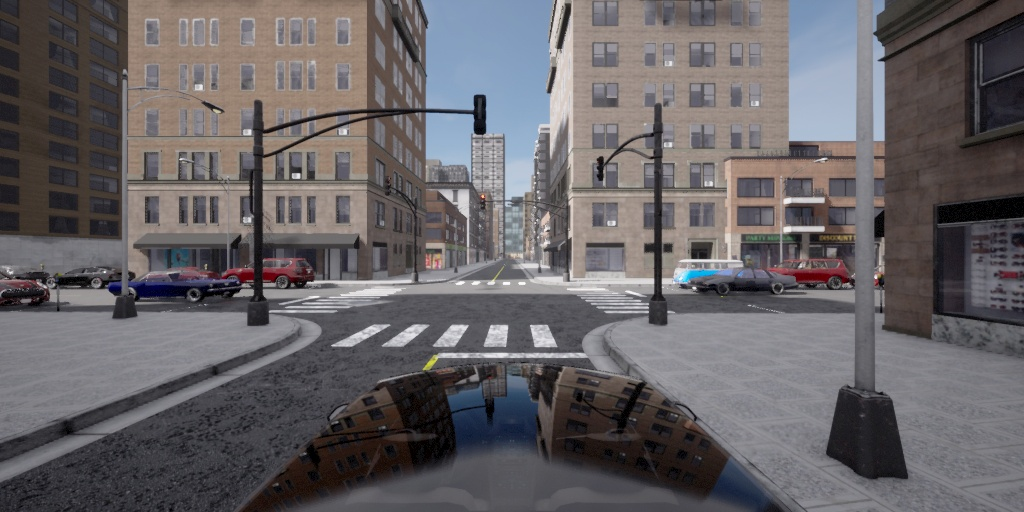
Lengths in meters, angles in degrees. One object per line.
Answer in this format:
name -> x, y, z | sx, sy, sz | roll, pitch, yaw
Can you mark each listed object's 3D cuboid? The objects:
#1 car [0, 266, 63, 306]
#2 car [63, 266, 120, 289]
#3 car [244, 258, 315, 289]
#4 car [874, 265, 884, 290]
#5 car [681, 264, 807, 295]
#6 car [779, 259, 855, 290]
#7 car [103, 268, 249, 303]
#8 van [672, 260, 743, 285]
car -> -20.459, 1.179, 13.639 | 4.097, 1.591, 1.967 | 0, 0, 0
car -> -25.960, 1.299, 22.196 | 4.313, 1.339, 1.948 | 0, 0, 0
car -> -14.913, 1.058, 22.134 | 5.009, 1.841, 2.192 | 0, 0, 0
car -> 23.226, 1.216, 21.920 | 4.097, 1.591, 1.967 | 0, 0, 0
car -> 12.342, 1.315, 19.280 | 5.357, 1.411, 2.033 | 0, 0, -5
car -> 17.631, 1.087, 21.952 | 5.009, 1.841, 2.192 | 0, 0, 0
car -> -15.003, 1.345, 16.192 | 4.718, 1.301, 1.895 | 0, 0, 3
van -> 12.034, 1.108, 21.983 | 3.998, 1.789, 1.690 | 0, 0, 0
